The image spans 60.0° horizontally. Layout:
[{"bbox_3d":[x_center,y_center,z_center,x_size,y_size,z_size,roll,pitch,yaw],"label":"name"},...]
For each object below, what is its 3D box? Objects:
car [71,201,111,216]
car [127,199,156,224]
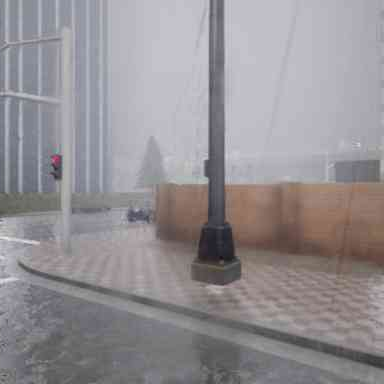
[{"bbox_3d":[-10.281,1.573,32.470,1.895,1.301,4.718,0,0,35],"label":"car"},{"bbox_3d":[-2.636,1.335,24.744,2.097,1.767,4.553,0,0,35],"label":"car"}]
